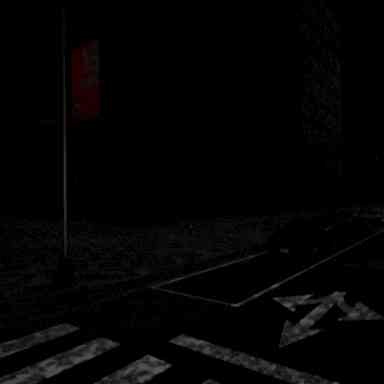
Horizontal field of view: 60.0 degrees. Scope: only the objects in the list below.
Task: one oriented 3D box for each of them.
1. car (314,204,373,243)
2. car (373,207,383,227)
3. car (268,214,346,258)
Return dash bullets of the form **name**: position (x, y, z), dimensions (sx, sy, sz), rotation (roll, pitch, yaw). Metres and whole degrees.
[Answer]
- **car**: position (8.087, 1.628, 18.307), dimensions (2.192, 1.841, 5.009), rotation (-2, -2, 38)
- **car**: position (14.634, 1.944, 26.744), dimensions (1.752, 1.417, 4.829), rotation (-2, -2, 38)
- **car**: position (4.766, 1.825, 14.013), dimensions (1.947, 1.339, 4.313), rotation (-2, -2, 38)
